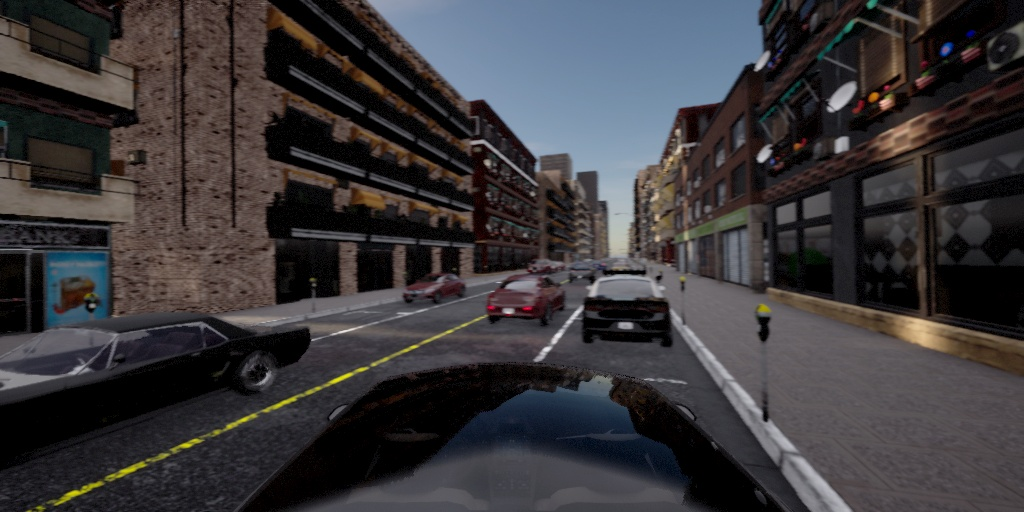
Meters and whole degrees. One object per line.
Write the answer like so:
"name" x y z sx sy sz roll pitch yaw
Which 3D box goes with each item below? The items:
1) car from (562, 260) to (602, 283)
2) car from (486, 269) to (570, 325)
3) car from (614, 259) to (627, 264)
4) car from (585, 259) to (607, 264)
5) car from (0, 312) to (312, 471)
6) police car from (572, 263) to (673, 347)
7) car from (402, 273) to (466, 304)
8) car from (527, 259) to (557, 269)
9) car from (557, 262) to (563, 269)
"car" 5.588 1.289 27.954 2.128 1.511 4.902 -1 0 17
"car" 0.593 1.327 11.970 1.812 1.442 4.674 -1 0 17
"car" 11.115 1.264 36.901 1.751 1.417 4.829 0 0 17
"car" 10.575 1.145 44.246 2.097 1.767 4.553 -1 0 17
"car" -5.116 1.471 4.432 1.895 1.301 4.718 -1 0 17
"police car" 2.997 1.162 9.511 1.930 1.638 5.238 -1 0 17
"car" -3.661 1.505 17.726 1.802 1.307 4.207 0 0 17
"car" 3.069 1.231 39.244 2.192 1.841 5.009 0 0 17
"car" 4.750 1.354 44.623 1.967 1.591 4.097 0 0 17
